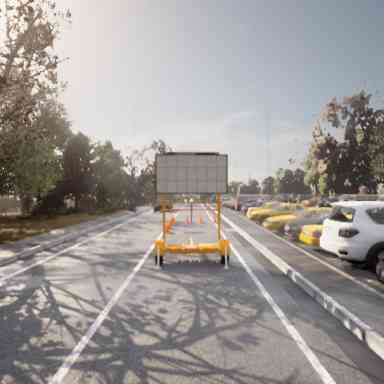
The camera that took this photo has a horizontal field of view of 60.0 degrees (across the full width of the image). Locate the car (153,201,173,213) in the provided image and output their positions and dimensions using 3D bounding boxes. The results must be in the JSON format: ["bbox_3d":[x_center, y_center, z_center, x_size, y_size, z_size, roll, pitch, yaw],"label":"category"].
[{"bbox_3d":[-3.266,1.658,37.777,1.895,1.301,4.718,0,0,0],"label":"car"}]

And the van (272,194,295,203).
[{"bbox_3d":[20.331,1.471,73.933,4.442,1.987,1.878,0,-1,0],"label":"van"}]

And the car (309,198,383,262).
[{"bbox_3d":[6.875,1.321,10.215,5.566,2.045,2.435,0,0,0],"label":"car"}]

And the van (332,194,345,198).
[{"bbox_3d":[20.058,1.319,40.559,4.442,1.987,1.878,0,0,0],"label":"van"}]

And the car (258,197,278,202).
[{"bbox_3d":[20.578,2.022,90.395,5.008,1.535,2.097,0,-1,0],"label":"car"}]

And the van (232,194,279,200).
[{"bbox_3d":[7.190,1.315,37.967,4.442,1.987,1.878,0,0,0],"label":"van"}]

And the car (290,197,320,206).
[{"bbox_3d":[20.331,1.674,59.947,4.674,1.452,2.002,0,0,0],"label":"car"}]

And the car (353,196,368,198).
[{"bbox_3d":[20.135,1.520,35.017,5.008,1.535,2.097,0,0,0],"label":"car"}]

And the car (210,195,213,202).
[{"bbox_3d":[7.397,1.454,74.056,5.566,2.045,2.435,0,0,0],"label":"car"}]

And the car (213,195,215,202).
[{"bbox_3d":[7.295,1.667,65.727,5.008,1.535,2.097,0,0,0],"label":"car"}]

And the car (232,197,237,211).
[{"bbox_3d":[7.080,1.558,35.190,4.792,1.488,2.163,0,0,0],"label":"car"}]

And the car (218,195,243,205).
[{"bbox_3d":[7.247,1.529,62.952,4.553,1.767,2.185,0,0,0],"label":"car"}]

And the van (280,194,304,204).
[{"bbox_3d":[20.519,1.446,68.383,4.442,1.987,1.878,0,0,0],"label":"van"}]

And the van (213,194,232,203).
[{"bbox_3d":[7.297,1.579,79.592,4.442,1.987,1.878,0,-1,0],"label":"van"}]

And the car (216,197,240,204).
[{"bbox_3d":[7.326,1.720,68.503,4.674,1.452,2.002,0,0,0],"label":"car"}]

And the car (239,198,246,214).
[{"bbox_3d":[6.999,1.513,29.638,4.892,1.521,2.231,0,0,0],"label":"car"}]

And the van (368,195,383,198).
[{"bbox_3d":[19.998,1.284,32.233,4.442,1.987,1.878,0,0,0],"label":"van"}]

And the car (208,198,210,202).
[{"bbox_3d":[7.511,2.033,90.689,5.008,1.535,2.097,0,-1,0],"label":"car"}]

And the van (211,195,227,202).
[{"bbox_3d":[7.644,1.865,93.468,4.442,1.987,1.878,0,-1,0],"label":"van"}]

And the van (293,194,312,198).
[{"bbox_3d":[20.428,1.396,57.303,4.442,1.987,1.878,0,0,0],"label":"van"}]

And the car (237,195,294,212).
[{"bbox_3d":[7.059,1.393,32.417,4.553,1.767,2.185,0,0,0],"label":"car"}]

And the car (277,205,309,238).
[{"bbox_3d":[6.898,1.550,15.769,4.892,1.521,2.231,0,0,0],"label":"car"}]

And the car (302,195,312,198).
[{"bbox_3d":[20.260,1.596,51.638,5.008,1.535,2.097,0,0,0],"label":"car"}]

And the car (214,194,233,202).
[{"bbox_3d":[7.047,1.627,57.400,5.366,1.575,1.946,0,0,0],"label":"car"}]

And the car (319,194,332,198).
[{"bbox_3d":[20.169,1.307,43.328,5.566,2.045,2.435,0,0,0],"label":"car"}]

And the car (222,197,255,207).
[{"bbox_3d":[7.193,1.605,51.847,4.892,1.521,2.231,0,0,0],"label":"car"}]

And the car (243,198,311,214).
[{"bbox_3d":[7.168,1.508,26.869,5.366,1.575,1.946,0,0,0],"label":"car"}]

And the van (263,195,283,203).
[{"bbox_3d":[20.655,1.682,84.860,4.442,1.987,1.878,0,-1,0],"label":"van"}]

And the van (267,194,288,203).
[{"bbox_3d":[20.375,1.567,79.324,4.442,1.987,1.878,0,-1,0],"label":"van"}]

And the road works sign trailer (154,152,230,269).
[{"bbox_3d":[-0.016,0.471,11.137,2.380,3.560,2.880,0,0,-1],"label":"road works sign trailer"}]

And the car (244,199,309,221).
[{"bbox_3d":[6.775,1.514,24.219,5.366,1.575,1.946,0,0,0],"label":"car"}]

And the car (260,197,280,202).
[{"bbox_3d":[20.554,1.966,87.625,4.892,1.521,2.231,0,-1,0],"label":"car"}]

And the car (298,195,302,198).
[{"bbox_3d":[20.292,1.649,54.532,4.674,1.452,2.002,0,0,0],"label":"car"}]

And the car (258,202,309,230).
[{"bbox_3d":[6.729,1.535,18.546,5.366,1.575,1.946,0,0,0],"label":"car"}]

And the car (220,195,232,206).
[{"bbox_3d":[6.979,1.589,49.073,5.366,1.575,1.946,0,0,0],"label":"car"}]

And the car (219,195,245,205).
[{"bbox_3d":[7.224,1.516,60.176,4.553,1.767,2.185,0,0,0],"label":"car"}]

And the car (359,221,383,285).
[{"bbox_3d":[6.829,1.584,7.440,5.008,1.535,2.097,0,0,0],"label":"car"}]

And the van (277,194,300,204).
[{"bbox_3d":[20.541,1.458,71.028,4.442,1.987,1.878,0,0,0],"label":"van"}]

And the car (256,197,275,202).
[{"bbox_3d":[20.602,2.081,93.290,5.008,1.535,2.097,0,-1,0],"label":"car"}]

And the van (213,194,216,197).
[{"bbox_3d":[7.229,1.467,71.281,4.442,1.987,1.878,0,0,0],"label":"van"}]

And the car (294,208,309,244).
[{"bbox_3d":[7.054,1.558,12.991,5.366,1.575,1.946,0,0,0],"label":"car"}]

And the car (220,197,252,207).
[{"bbox_3d":[7.203,1.618,54.623,4.892,1.521,2.231,0,0,0],"label":"car"}]

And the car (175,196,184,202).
[{"bbox_3d":[-2.913,1.578,78.280,1.994,1.385,4.181,0,-1,0],"label":"car"}]

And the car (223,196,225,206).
[{"bbox_3d":[7.112,1.608,46.295,4.792,1.488,2.163,0,0,0],"label":"car"}]

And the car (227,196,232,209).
[{"bbox_3d":[7.067,1.583,40.743,4.792,1.488,2.163,0,0,0],"label":"car"}]

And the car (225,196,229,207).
[{"bbox_3d":[7.090,1.596,43.519,4.792,1.488,2.163,0,0,0],"label":"car"}]

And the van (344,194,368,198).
[{"bbox_3d":[20.268,1.307,37.787,4.442,1.987,1.878,0,0,0],"label":"van"}]

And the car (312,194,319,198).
[{"bbox_3d":[20.192,1.319,46.098,5.566,2.045,2.435,0,0,0],"label":"car"}]
